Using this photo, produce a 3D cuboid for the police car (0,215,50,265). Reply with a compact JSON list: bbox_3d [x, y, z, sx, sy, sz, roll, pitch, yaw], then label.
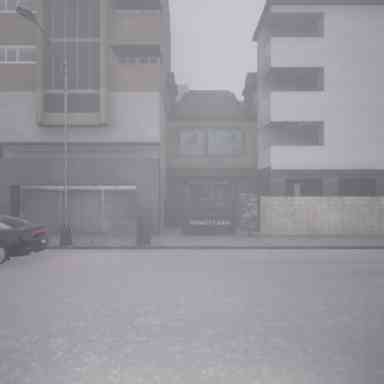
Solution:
[{"bbox_3d":[-7.498,1.425,11.035,5.238,1.638,1.930,0,0,0],"label":"police car"}]
